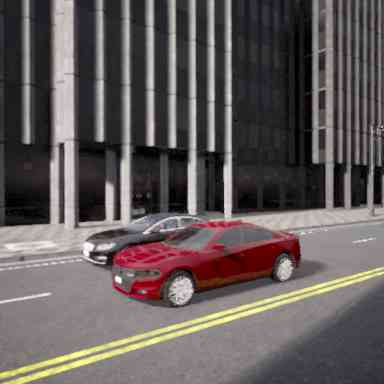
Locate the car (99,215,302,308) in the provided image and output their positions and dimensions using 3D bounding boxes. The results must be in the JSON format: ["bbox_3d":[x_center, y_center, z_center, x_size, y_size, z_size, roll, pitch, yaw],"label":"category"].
[{"bbox_3d":[0.565,1.464,8.082,5.008,1.535,1.882,0,0,-36],"label":"car"}]

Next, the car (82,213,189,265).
[{"bbox_3d":[-1.026,1.477,10.939,4.902,1.511,2.128,0,0,-36],"label":"car"}]
